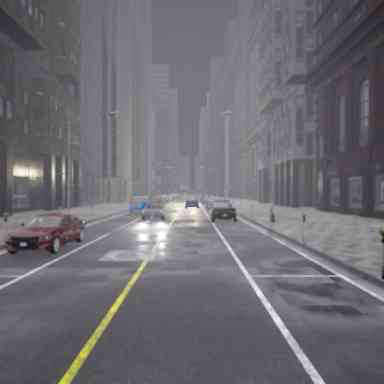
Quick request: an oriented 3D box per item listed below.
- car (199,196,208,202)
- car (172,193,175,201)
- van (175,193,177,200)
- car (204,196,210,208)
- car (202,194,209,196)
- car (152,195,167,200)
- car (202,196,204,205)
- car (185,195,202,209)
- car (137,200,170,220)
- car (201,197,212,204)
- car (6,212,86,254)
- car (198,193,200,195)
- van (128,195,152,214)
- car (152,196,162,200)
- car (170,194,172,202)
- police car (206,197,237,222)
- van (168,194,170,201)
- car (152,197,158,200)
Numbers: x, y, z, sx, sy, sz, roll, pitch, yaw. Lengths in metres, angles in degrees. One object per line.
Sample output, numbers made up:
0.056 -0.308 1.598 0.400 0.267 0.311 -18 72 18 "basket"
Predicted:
2.755 1.640 81.263 1.947 1.339 4.313 0 0 0 "car"
-5.770 1.514 81.254 1.967 1.590 4.097 0 0 0 "car"
-5.771 1.427 92.528 1.690 1.788 3.998 0 0 0 "van"
2.758 1.560 41.979 1.752 1.417 4.829 0 0 0 "car"
2.756 1.492 58.717 1.967 1.590 4.097 0 0 0 "car"
-5.769 1.361 53.070 2.192 1.841 5.009 0 0 0 "car"
2.757 1.591 47.445 2.008 1.369 4.403 0 0 0 "car"
0.030 1.517 46.912 1.882 1.535 5.008 0 0 1 "car"
-3.101 1.622 28.061 1.895 1.301 4.718 0 0 0 "car"
2.756 1.623 64.354 1.947 1.339 4.313 0 0 0 "car"
-5.766 1.553 13.613 1.887 1.381 4.507 0 0 0 "car"
2.755 1.378 69.991 2.192 1.841 5.009 0 0 0 "car"
-5.768 1.370 36.160 1.690 1.788 3.998 0 0 0 "van"
-5.768 1.606 47.434 1.947 1.339 4.313 0 0 0 "car"
-5.769 1.502 69.981 1.967 1.590 4.097 0 0 0 "car"
2.365 1.445 26.324 1.930 1.638 5.238 0 0 0 "police car"
-5.769 1.398 64.344 1.690 1.788 3.998 0 0 0 "van"
-5.767 1.600 41.797 1.947 1.339 4.313 0 0 0 "car"
